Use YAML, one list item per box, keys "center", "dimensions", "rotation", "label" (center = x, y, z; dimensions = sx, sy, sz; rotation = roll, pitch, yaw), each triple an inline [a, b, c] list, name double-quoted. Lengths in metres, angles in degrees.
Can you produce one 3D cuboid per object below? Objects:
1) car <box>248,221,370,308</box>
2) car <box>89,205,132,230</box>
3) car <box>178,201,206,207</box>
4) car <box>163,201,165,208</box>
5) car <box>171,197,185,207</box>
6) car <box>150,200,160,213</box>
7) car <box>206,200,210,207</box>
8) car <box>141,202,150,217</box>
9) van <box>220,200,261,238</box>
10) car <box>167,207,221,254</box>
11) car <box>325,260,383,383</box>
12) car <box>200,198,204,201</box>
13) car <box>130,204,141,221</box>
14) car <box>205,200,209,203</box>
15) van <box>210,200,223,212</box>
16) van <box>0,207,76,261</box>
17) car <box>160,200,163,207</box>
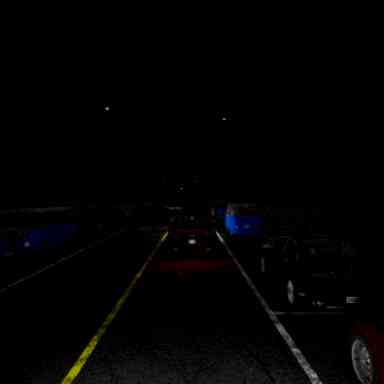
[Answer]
- center: [2.764, 1.631, 7.869]
  dimensions: [2.008, 1.369, 4.403]
  rotation: [0, -1, 0]
  label: "car"
- center: [-5.765, 1.801, 23.129]
  dimensions: [1.947, 1.339, 4.313]
  rotation: [0, -1, 0]
  label: "car"
- center: [0.015, 1.798, 28.508]
  dimensions: [1.837, 1.490, 4.892]
  rotation: [0, 0, 0]
  label: "car"
- center: [-5.772, 2.173, 59.912]
  dimensions: [2.008, 1.369, 4.403]
  rotation: [0, -1, 0]
  label: "car"
- center: [-3.018, 2.219, 64.528]
  dimensions: [2.033, 1.411, 5.357]
  rotation: [0, -1, 1]
  label: "car"
- center: [-5.769, 1.999, 43.579]
  dimensions: [2.008, 1.369, 4.403]
  rotation: [0, -1, 0]
  label: "car"
- center: [2.758, 1.885, 35.104]
  dimensions: [1.752, 1.417, 4.829]
  rotation: [0, -1, 0]
  label: "car"
- center: [-5.767, 1.895, 33.708]
  dimensions: [2.008, 1.369, 4.403]
  rotation: [0, -1, 0]
  label: "car"
- center: [2.762, 1.531, 18.697]
  dimensions: [1.690, 1.788, 3.998]
  rotation: [0, -1, 0]
  label: "van"
- center: [0.024, 1.622, 14.246]
  dimensions: [1.882, 1.535, 5.008]
  rotation: [0, 0, 0]
  label: "car"
- center: [2.764, 1.608, 2.456]
  dimensions: [1.802, 1.307, 4.206]
  rotation: [0, -1, 0]
  label: "car"
- center: [2.754, 2.119, 54.918]
  dimensions: [2.008, 1.369, 4.403]
  rotation: [0, -1, 0]
  label: "car"
- center: [-5.766, 1.813, 28.249]
  dimensions: [1.752, 1.417, 4.829]
  rotation: [0, -1, 0]
  label: "car"
- center: [2.757, 1.980, 40.347]
  dimensions: [1.947, 1.339, 4.313]
  rotation: [0, -1, 0]
  label: "car"
- center: [2.760, 1.642, 29.524]
  dimensions: [1.690, 1.788, 3.998]
  rotation: [0, -1, 0]
  label: "van"
- center: [-5.762, 1.468, 12.555]
  dimensions: [1.690, 1.788, 3.998]
  rotation: [0, -1, 0]
  label: "van"
- center: [-5.770, 2.050, 49.023]
  dimensions: [1.887, 1.381, 4.507]
  rotation: [0, -1, 0]
  label: "car"
